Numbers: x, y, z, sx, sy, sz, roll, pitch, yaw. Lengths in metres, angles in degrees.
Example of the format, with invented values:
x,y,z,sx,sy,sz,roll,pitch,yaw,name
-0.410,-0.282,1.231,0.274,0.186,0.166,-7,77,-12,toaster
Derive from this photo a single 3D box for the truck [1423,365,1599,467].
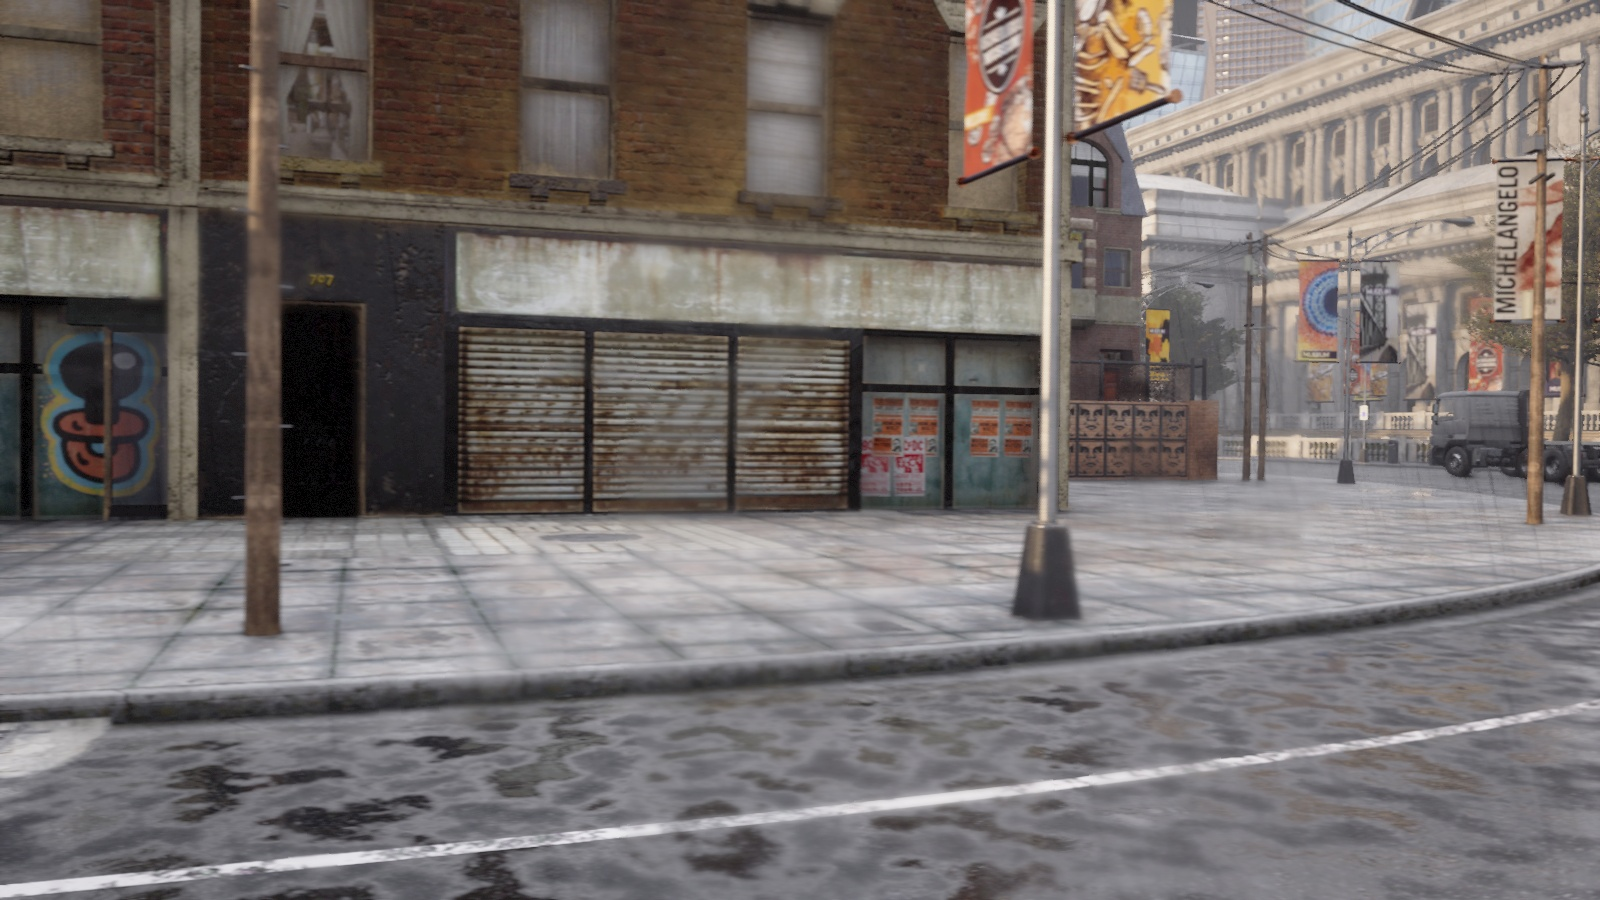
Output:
x,y,z,sx,sy,sz,roll,pitch,yaw,name
27.300,-1.228,47.076,2.891,3.462,7.936,-1,1,-10,truck
